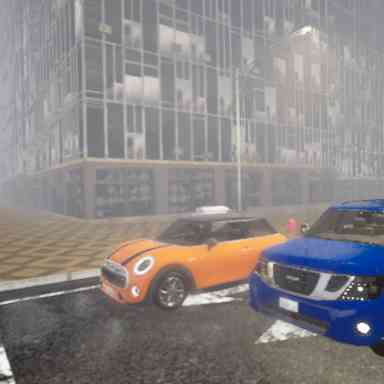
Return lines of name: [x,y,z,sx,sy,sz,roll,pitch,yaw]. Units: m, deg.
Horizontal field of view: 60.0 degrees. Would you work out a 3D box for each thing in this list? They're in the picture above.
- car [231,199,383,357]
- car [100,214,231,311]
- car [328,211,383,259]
car: [3.563,1.187,6.241,5.566,2.045,2.150,-1,0,-36]
car: [0.216,1.340,7.859,4.553,1.767,2.097,-1,0,-34]
car: [7.571,1.519,13.031,4.718,1.301,1.895,-1,0,-35]
